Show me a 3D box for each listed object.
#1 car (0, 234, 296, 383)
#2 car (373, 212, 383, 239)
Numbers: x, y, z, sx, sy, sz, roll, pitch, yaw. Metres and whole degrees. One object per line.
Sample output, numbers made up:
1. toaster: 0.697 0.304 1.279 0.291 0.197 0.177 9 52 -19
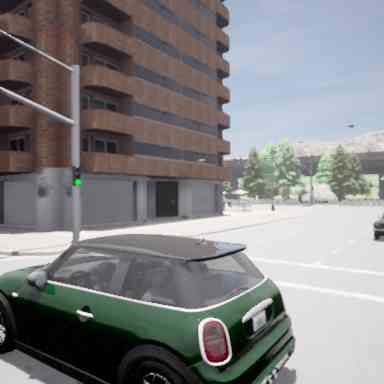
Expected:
1. car: -1.020 1.389 4.718 4.553 1.767 2.097 -1 0 35
2. car: 10.373 1.613 16.684 1.895 1.301 4.718 -1 0 36
